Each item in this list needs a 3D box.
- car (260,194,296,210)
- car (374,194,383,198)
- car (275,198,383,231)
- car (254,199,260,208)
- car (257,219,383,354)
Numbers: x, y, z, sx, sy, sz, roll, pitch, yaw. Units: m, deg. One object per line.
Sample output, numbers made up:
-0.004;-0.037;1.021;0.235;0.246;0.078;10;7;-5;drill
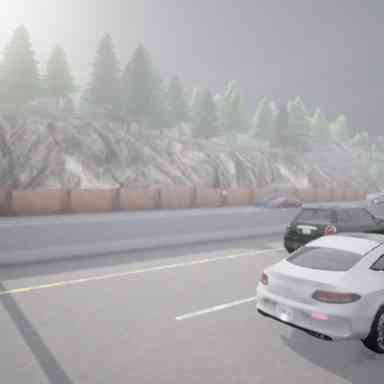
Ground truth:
10.148;1.240;36.676;4.674;1.442;1.812;-1;1;-34;car
25.145;1.075;43.473;4.902;1.511;2.128;-1;1;-37;car
5.376;1.248;11.737;4.553;1.767;2.097;-1;0;-35;car
9.671;1.042;40.690;4.553;1.767;2.097;-1;1;-36;car
3.193;1.470;5.970;4.674;1.442;1.812;-1;1;-35;car
